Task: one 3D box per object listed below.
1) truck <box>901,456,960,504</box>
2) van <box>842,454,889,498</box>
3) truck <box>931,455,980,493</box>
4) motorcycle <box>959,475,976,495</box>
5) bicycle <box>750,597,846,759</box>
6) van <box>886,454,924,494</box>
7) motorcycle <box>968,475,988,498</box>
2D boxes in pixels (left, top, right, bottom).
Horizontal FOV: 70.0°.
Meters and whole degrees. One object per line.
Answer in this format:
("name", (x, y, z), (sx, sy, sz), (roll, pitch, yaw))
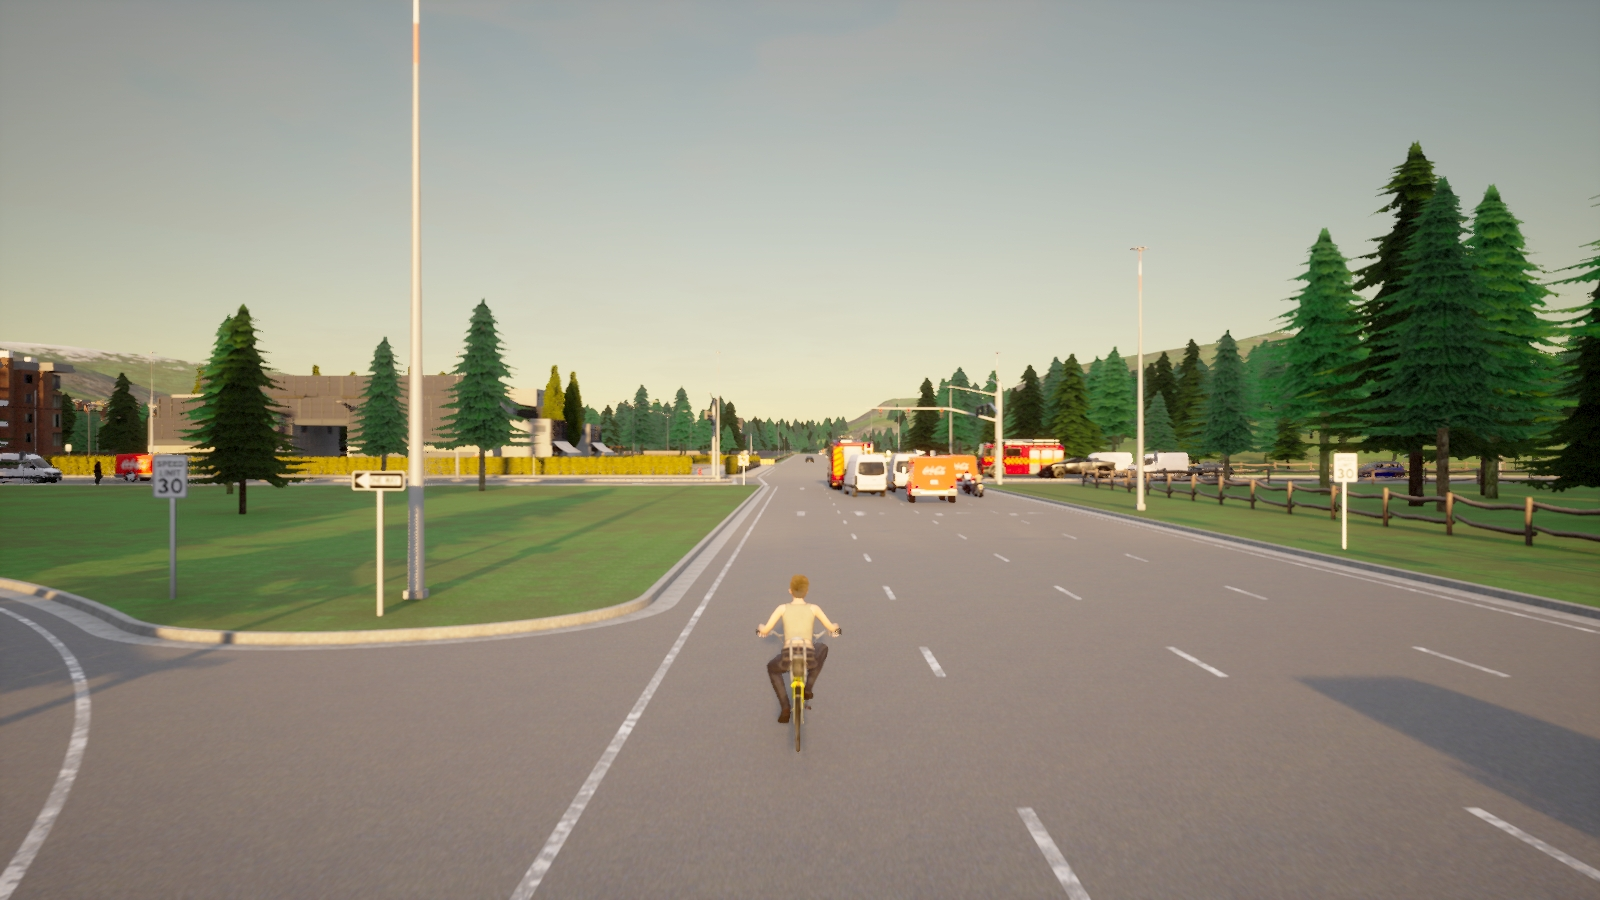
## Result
("truck", (7.002, 1.570, 62.071), (2.627, 2.467, 5.204), (0, 0, 0))
("van", (3.935, 1.537, 69.676), (1.988, 2.561, 5.915), (0, 0, -5))
("truck", (10.492, 1.571, 77.444), (2.627, 2.467, 5.204), (0, 0, 0))
("motorcycle", (10.505, 2.189, 71.707), (0.803, 1.199, 2.033), (0, 0, 0))
("bicycle", (-0.014, 2.158, 11.076), (0.859, 1.276, 1.487), (0, 0, 0))
("van", (7.009, 1.537, 76.798), (1.988, 2.561, 5.915), (0, 0, 0))
("motorcycle", (10.506, 2.157, 67.513), (0.764, 1.307, 2.356), (0, 0, 0))
